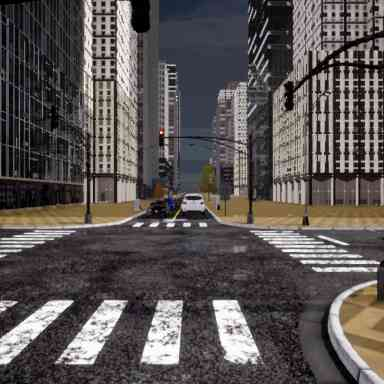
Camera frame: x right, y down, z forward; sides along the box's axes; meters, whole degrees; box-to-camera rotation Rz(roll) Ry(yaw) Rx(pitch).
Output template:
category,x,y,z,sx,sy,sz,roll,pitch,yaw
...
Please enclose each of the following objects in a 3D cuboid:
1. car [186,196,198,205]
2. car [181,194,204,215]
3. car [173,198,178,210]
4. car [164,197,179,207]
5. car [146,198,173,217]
category,x,y,z,sx,sy,sz,roll,pitch,yaw
car,0.048,1.542,60.053,2.033,1.411,5.357,0,0,0
car,0.103,1.221,34.231,2.150,2.045,5.566,0,0,-1
car,-3.128,1.475,40.782,1.882,1.535,5.008,0,0,0
car,-3.125,1.560,51.374,1.994,1.385,4.181,0,0,0
car,-3.124,1.504,31.189,1.837,1.490,4.892,0,0,0
